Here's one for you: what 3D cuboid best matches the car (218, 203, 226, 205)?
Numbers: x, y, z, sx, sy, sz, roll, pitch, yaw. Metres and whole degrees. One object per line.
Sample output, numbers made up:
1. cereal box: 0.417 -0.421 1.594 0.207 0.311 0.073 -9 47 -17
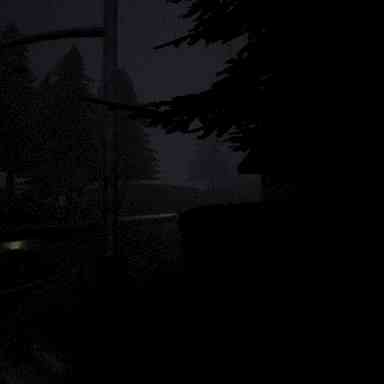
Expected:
1. car: 2.814 1.694 28.416 1.812 1.442 4.674 0 0 36
